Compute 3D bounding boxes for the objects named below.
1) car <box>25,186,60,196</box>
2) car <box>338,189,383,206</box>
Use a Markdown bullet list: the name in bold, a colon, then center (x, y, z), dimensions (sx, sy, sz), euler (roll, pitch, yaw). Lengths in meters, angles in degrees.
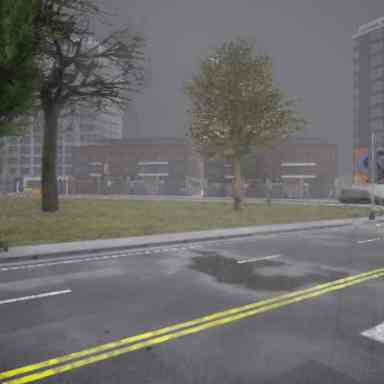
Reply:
- **car**: center (-21.719, -0.053, 48.275), dimensions (5.008, 1.535, 1.882), euler (1, 0, 11)
- **car**: center (20.587, 0.795, 39.906), dimensions (5.566, 2.045, 2.150), euler (3, 0, 11)
